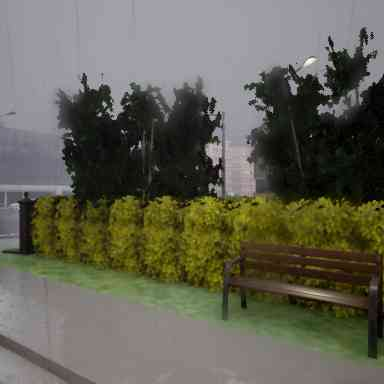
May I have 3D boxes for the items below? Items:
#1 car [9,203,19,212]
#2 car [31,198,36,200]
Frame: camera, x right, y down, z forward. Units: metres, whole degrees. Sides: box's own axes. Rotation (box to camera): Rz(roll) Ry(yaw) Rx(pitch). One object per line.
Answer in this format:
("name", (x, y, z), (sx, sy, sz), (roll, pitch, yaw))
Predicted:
("car", (-18.543, 1.477, 38.297), (1.812, 1.442, 4.674), (0, 0, 33))
("car", (-15.821, 1.514, 36.061), (1.994, 1.385, 4.181), (0, 0, 35))
